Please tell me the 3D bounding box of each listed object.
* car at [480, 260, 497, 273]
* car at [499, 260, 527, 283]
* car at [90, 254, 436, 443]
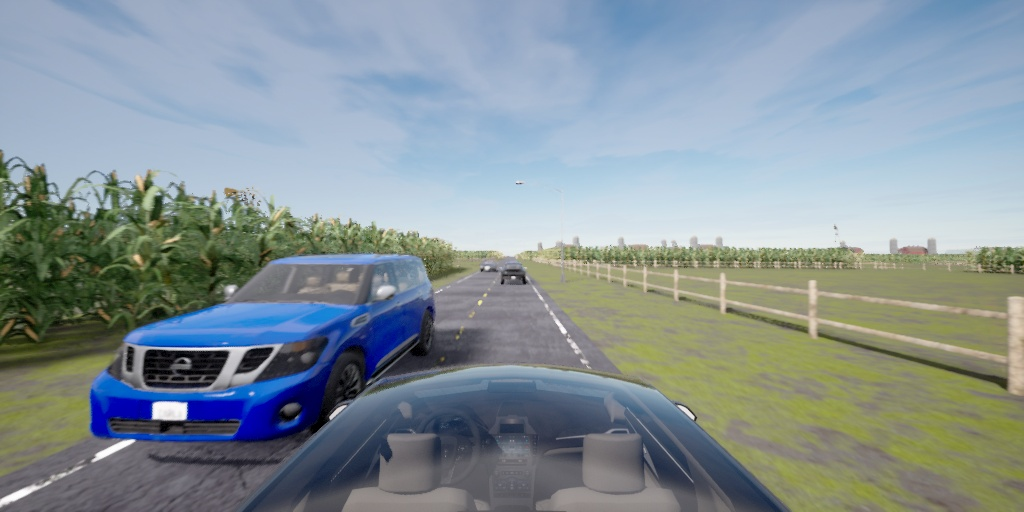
[{"bbox_3d":[-2.821,1.226,43.504,2.128,1.511,4.902,0,0,0],"label":"car"},{"bbox_3d":[0.111,1.253,27.607,1.837,1.490,4.892,0,1,0],"label":"car"},{"bbox_3d":[-2.818,0.973,5.824,2.150,2.045,5.566,0,0,2],"label":"car"}]
